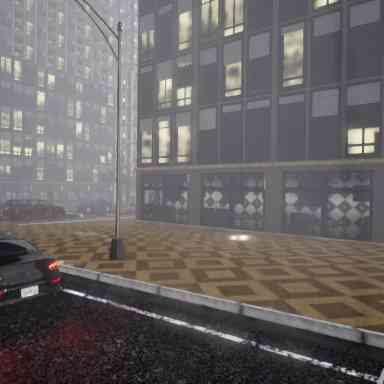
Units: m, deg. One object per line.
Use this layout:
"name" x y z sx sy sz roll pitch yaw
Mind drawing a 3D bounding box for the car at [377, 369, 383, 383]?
"car" 3.259 1.353 1.362 4.553 1.767 2.097 0 0 35

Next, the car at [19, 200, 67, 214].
"car" -17.226 1.643 38.582 1.752 1.417 4.829 1 0 36

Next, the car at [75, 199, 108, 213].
"car" -12.112 1.709 41.138 1.837 1.490 4.892 1 0 36

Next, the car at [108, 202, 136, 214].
"car" -6.930 1.830 38.425 1.752 1.417 4.829 1 0 36

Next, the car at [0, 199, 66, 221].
"car" -13.722 1.520 29.209 2.192 1.841 5.009 1 0 36

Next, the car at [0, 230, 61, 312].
"car" -4.630 1.522 6.976 4.674 1.442 1.812 0 0 35
